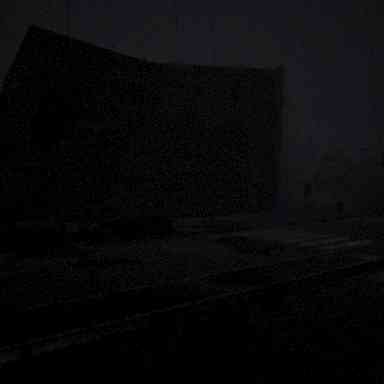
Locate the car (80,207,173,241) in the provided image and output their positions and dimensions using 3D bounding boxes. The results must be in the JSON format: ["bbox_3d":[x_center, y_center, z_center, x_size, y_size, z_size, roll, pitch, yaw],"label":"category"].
[{"bbox_3d":[-3.121,1.504,16.502,4.674,1.452,2.002,0,-2,-36],"label":"car"}]

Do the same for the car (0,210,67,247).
[{"bbox_3d":[-7.578,1.491,13.286,4.792,1.488,2.163,0,0,-36],"label":"car"}]
